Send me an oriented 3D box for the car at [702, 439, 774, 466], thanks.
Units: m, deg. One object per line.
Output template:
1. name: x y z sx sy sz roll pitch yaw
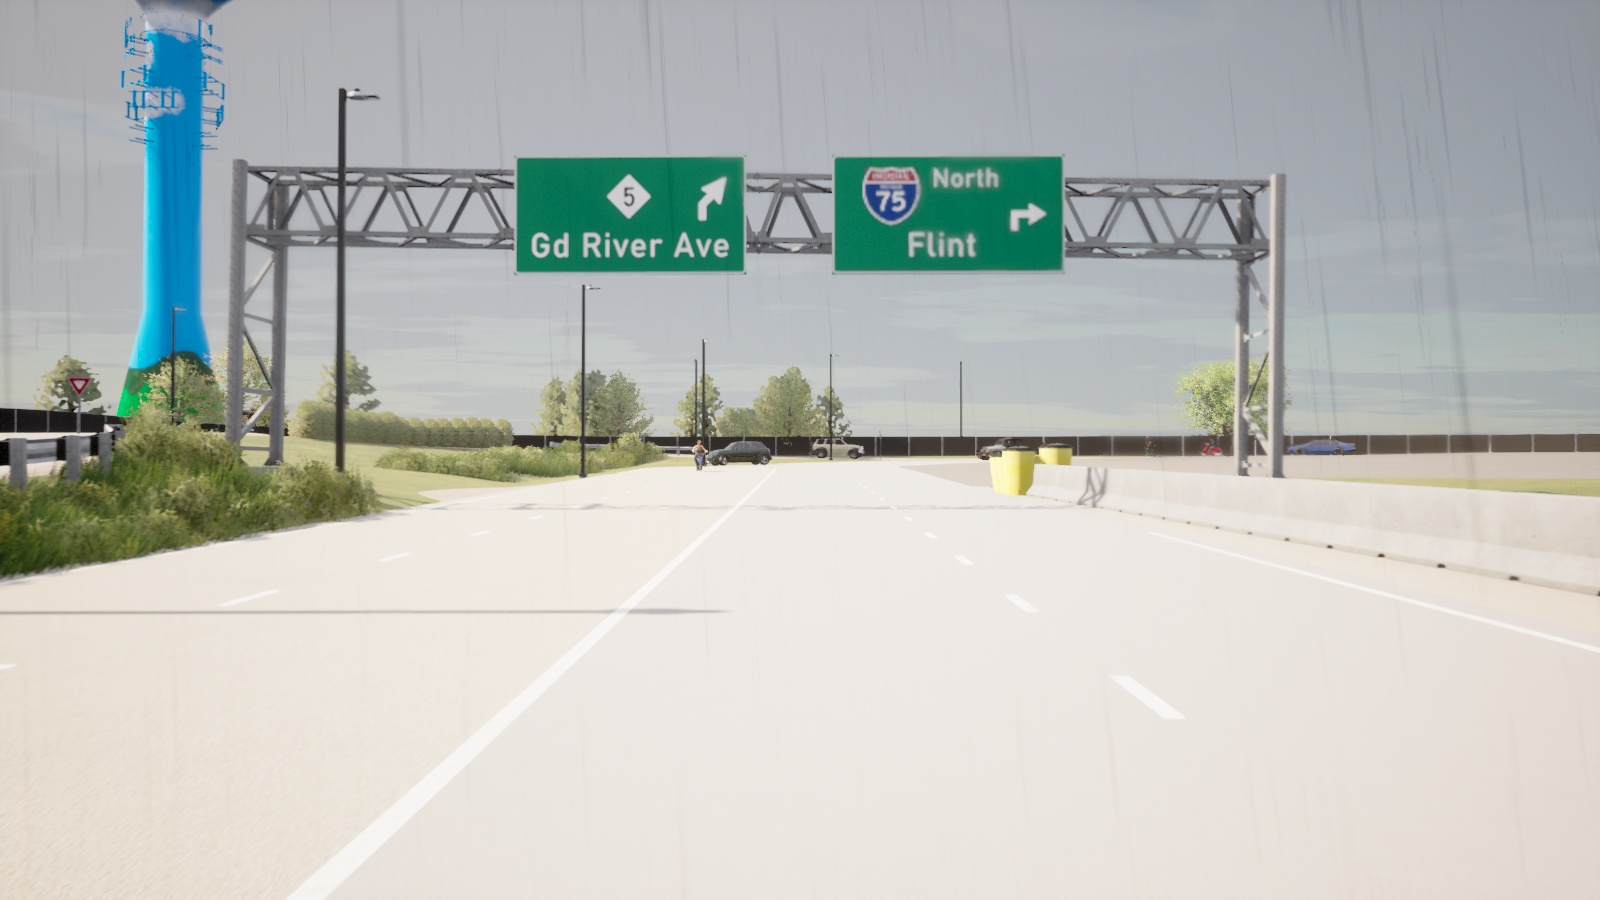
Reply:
1. car: -4.373 0.204 88.422 4.553 1.767 2.097 -1 0 -21
